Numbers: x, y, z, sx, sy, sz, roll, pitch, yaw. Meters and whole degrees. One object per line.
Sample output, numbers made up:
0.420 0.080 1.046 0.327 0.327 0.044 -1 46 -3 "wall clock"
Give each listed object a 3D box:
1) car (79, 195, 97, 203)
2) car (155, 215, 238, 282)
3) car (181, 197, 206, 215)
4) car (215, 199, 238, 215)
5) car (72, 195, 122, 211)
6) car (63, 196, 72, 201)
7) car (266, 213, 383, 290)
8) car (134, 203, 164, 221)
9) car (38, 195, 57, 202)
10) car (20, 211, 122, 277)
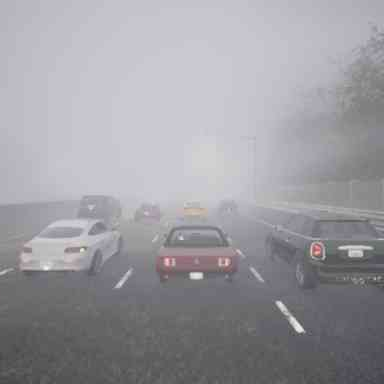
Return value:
-20.981 1.468 67.228 2.128 1.511 4.902 0 0 0 "car"
0.106 1.593 9.670 1.895 1.301 4.718 0 0 0 "car"
0.110 1.457 27.700 1.882 1.535 5.008 0 0 0 "car"
3.508 1.471 33.946 1.837 1.490 4.892 0 0 0 "car"
-6.893 1.202 25.387 2.150 2.045 5.566 0 0 0 "car"
-24.481 1.468 67.229 1.812 1.442 4.674 0 0 0 "car"
3.503 1.339 9.244 2.097 1.767 4.553 0 0 0 "car"
-3.389 1.544 26.795 1.994 1.385 4.181 0 0 0 "car"
-27.981 1.314 64.620 2.097 1.767 4.553 0 0 0 "car"
-3.396 1.517 10.066 1.812 1.442 4.674 0 0 0 "car"
